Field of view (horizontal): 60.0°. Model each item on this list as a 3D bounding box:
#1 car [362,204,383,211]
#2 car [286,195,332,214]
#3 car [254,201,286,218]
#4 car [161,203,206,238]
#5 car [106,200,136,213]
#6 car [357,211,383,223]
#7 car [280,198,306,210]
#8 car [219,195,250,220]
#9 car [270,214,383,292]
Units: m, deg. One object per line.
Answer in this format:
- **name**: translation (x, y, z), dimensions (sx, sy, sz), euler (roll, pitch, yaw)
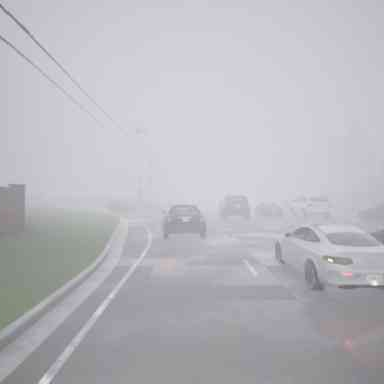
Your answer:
- **car**: translation (14.096, 1.592, 24.027), dimensions (2.033, 1.411, 5.357), euler (0, 0, 0)
- **car**: translation (10.597, 1.275, 30.028), dimensions (2.150, 2.045, 5.566), euler (0, 0, 0)
- **car**: translation (7.096, 1.619, 31.079), dimensions (1.994, 1.385, 4.181), euler (0, 0, 0)
- **car**: translation (-0.579, 1.381, 18.047), dimensions (2.097, 1.767, 4.553), euler (0, 0, -7)
- **car**: translation (-8.281, 1.616, 38.559), dimensions (2.033, 1.411, 5.357), euler (0, 0, -35)
- **car**: translation (7.099, 1.523, 9.828), dimensions (1.837, 1.490, 4.892), euler (0, 0, 0)
- **car**: translation (14.094, 1.576, 46.569), dimensions (2.128, 1.511, 4.902), euler (0, 0, 0)
- **car**: translation (3.596, 1.271, 28.729), dimensions (2.150, 2.045, 5.566), euler (0, 0, 0)
- **car**: translation (3.599, 1.542, 8.864), dimensions (1.812, 1.442, 4.674), euler (0, 0, 0)
